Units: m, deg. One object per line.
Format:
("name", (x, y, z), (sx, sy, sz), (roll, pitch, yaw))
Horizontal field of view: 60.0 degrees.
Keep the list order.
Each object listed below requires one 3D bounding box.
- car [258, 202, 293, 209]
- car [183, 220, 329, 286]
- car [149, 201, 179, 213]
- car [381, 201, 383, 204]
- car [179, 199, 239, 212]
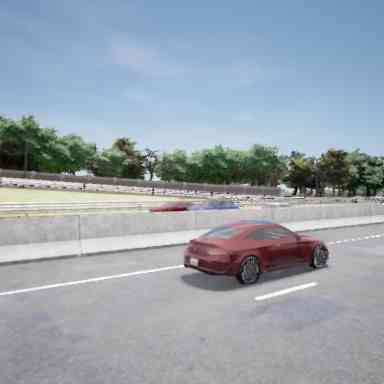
("car", (6.347, 1.548, 25.719), (4.674, 1.442, 1.812), (0, 0, -35))
("car", (1.919, 1.531, 9.433), (4.674, 1.442, 1.812), (0, 0, -36))
("car", (-1.327, 1.493, 28.843), (5.008, 1.535, 1.882), (0, 0, -35))
("car", (31.631, 1.721, 52.288), (4.718, 1.301, 1.895), (0, 0, -35))
("car", (1.639, 1.369, 26.659), (4.553, 1.767, 2.097), (0, 0, -35))
